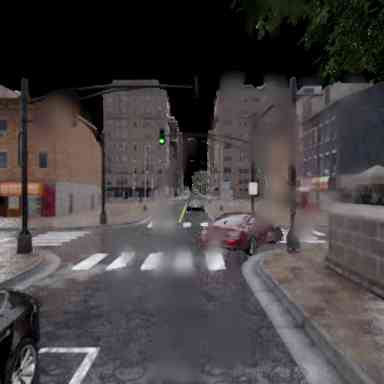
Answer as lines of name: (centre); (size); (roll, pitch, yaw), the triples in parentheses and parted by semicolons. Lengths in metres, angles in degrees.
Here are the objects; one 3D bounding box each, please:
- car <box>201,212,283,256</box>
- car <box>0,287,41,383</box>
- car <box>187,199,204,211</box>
car: (2.023, 1.500, 13.074); (1.812, 1.442, 4.674); (-1, 0, 31)
car: (-2.638, 1.563, 2.283); (1.947, 1.339, 4.313); (0, 0, 0)
car: (0.402, 1.517, 39.211); (1.994, 1.385, 4.181); (0, 0, 0)
